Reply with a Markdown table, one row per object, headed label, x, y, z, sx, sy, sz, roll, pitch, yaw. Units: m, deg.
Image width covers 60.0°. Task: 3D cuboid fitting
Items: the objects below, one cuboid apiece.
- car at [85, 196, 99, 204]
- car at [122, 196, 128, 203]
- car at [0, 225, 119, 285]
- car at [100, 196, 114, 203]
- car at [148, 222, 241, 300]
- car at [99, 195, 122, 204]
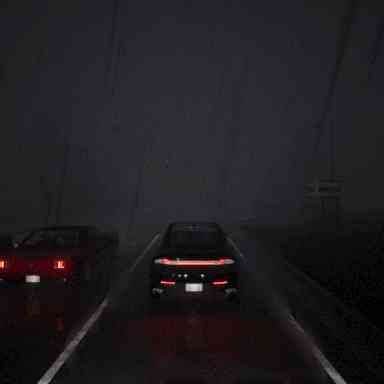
| label | x | y | z | sx | sy | sz | roll | pitch | yaw |
| --- | --- | --- | --- | --- | --- | --- | --- | --- | --- |
| car | -18.493 | 1.477 | 62.128 | 1.882 | 1.535 | 5.008 | 0 | 0 | 0 |
| car | -14.992 | 1.552 | 71.552 | 1.994 | 1.385 | 4.181 | 0 | 0 | 0 |
| car | -3.434 | 1.601 | 9.452 | 1.895 | 1.301 | 4.718 | 0 | 0 | 0 |
| car | -18.492 | 1.524 | 72.229 | 1.812 | 1.442 | 4.674 | 0 | 0 | 0 |
| car | 0.058 | 1.492 | 8.366 | 2.128 | 1.511 | 4.902 | 0 | 0 | 0 |
| car | -14.995 | 1.352 | 61.514 | 2.097 | 1.767 | 4.553 | 0 | 0 | 0 |
